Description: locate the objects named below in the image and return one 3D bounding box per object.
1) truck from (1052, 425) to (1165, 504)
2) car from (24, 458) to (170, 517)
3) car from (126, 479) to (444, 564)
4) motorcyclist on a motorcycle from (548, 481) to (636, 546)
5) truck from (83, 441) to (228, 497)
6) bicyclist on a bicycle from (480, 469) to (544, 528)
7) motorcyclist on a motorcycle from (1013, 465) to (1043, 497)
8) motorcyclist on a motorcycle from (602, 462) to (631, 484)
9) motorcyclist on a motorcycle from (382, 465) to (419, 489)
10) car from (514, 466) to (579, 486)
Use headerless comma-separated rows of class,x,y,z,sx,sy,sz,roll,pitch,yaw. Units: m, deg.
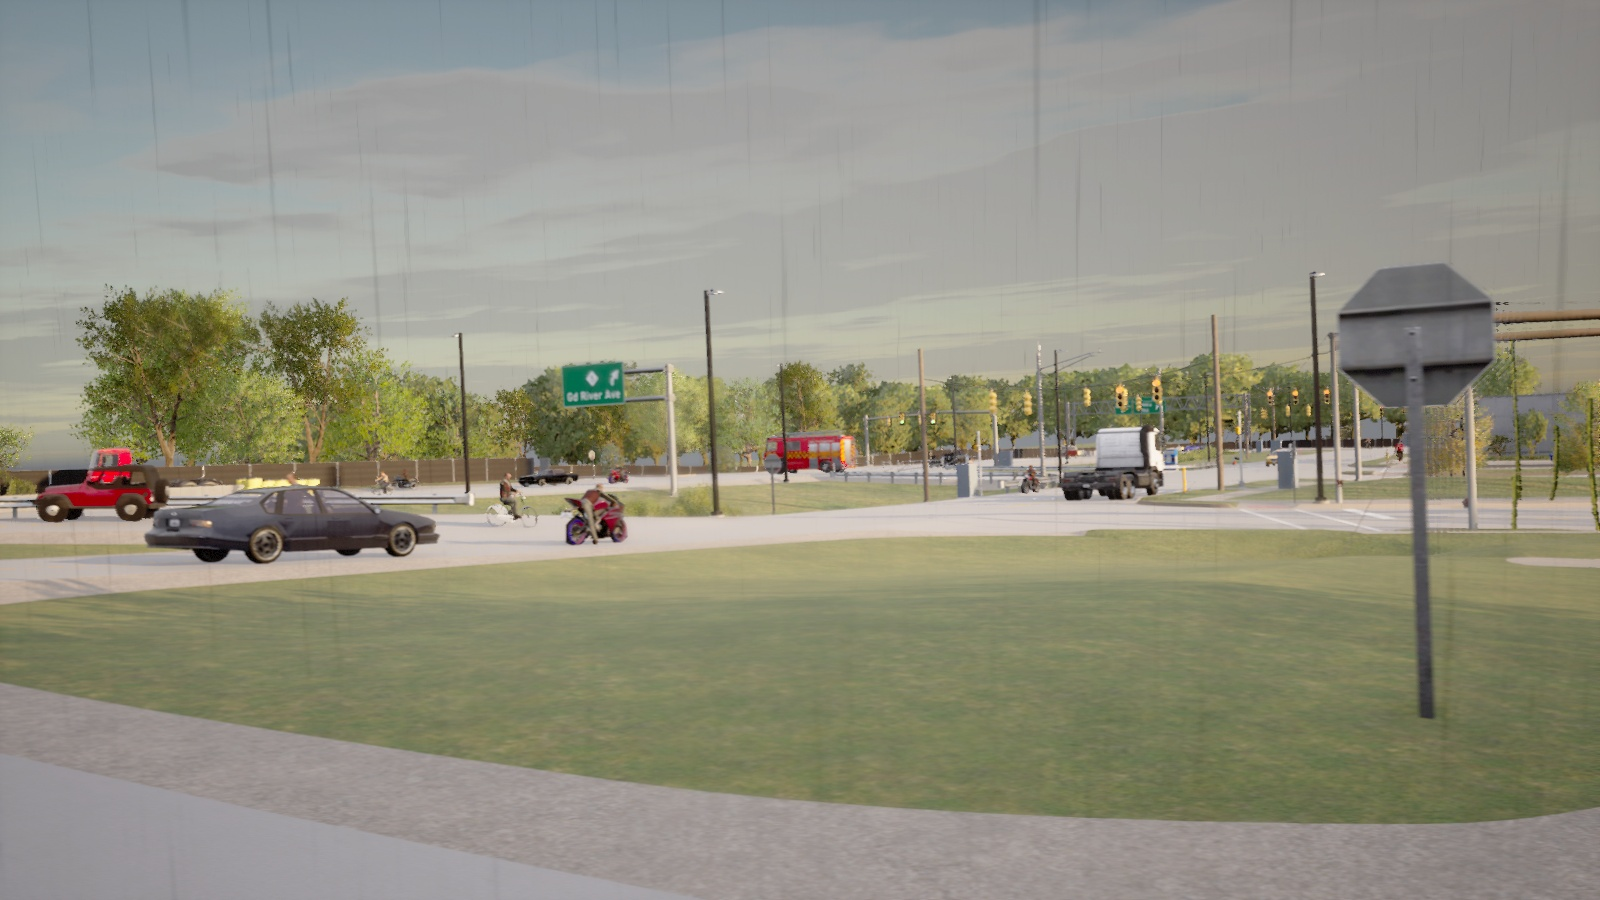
truck,14.811,0.655,59.785,2.891,3.462,7.936,-2,-1,31
car,-23.357,1.237,41.854,3.866,1.878,1.905,0,0,-14
car,-9.550,1.309,23.805,2.033,1.411,5.357,-2,-3,33
motorcyclist on a motorcycle,-5.069,1.543,30.765,0.866,1.530,2.191,-2,-2,33
truck,-41.594,1.179,81.170,7.936,3.462,2.891,-1,0,-36
bicyclist on a bicycle,-9.047,1.508,39.457,1.843,1.776,0.659,1,3,18
motorcyclist on a motorcycle,12.661,1.706,69.681,0.766,1.649,2.350,-2,0,31
motorcyclist on a motorcycle,-13.612,1.702,93.274,0.866,1.530,2.191,-2,0,32
motorcyclist on a motorcycle,-28.902,1.920,90.837,2.350,1.649,0.766,-1,0,-39
car,-18.535,1.892,91.992,1.895,1.301,4.718,-2,0,32
